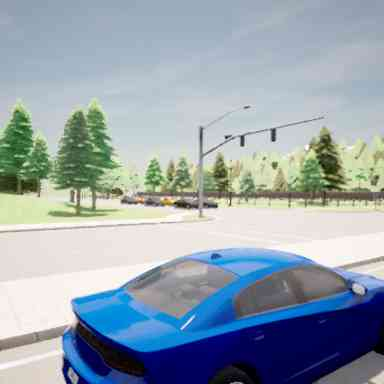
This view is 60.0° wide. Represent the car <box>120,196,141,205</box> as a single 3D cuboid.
[{"bbox_3d":[-11.922,1.683,62.712,1.837,1.490,4.892,0,0,-35],"label":"car"}]

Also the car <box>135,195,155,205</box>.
[{"bbox_3d":[-9.316,1.553,65.137,2.097,1.767,4.553,0,0,-35],"label":"car"}]

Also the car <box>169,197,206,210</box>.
[{"bbox_3d":[-0.705,1.653,46.593,1.882,1.535,5.008,0,0,-35],"label":"car"}]

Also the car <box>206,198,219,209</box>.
[{"bbox_3d":[1.912,1.676,48.960,1.882,1.535,5.008,0,0,-35],"label":"car"}]

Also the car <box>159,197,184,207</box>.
[{"bbox_3d":[-3.568,1.677,56.810,1.882,1.535,5.008,0,0,-35],"label":"car"}]

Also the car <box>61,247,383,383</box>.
[{"bbox_3d":[0.951,1.499,4.425,5.008,1.535,1.882,0,0,-35],"label":"car"}]

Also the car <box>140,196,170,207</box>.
[{"bbox_3d":[-6.089,1.681,54.295,1.837,1.490,4.892,0,0,-35],"label":"car"}]
